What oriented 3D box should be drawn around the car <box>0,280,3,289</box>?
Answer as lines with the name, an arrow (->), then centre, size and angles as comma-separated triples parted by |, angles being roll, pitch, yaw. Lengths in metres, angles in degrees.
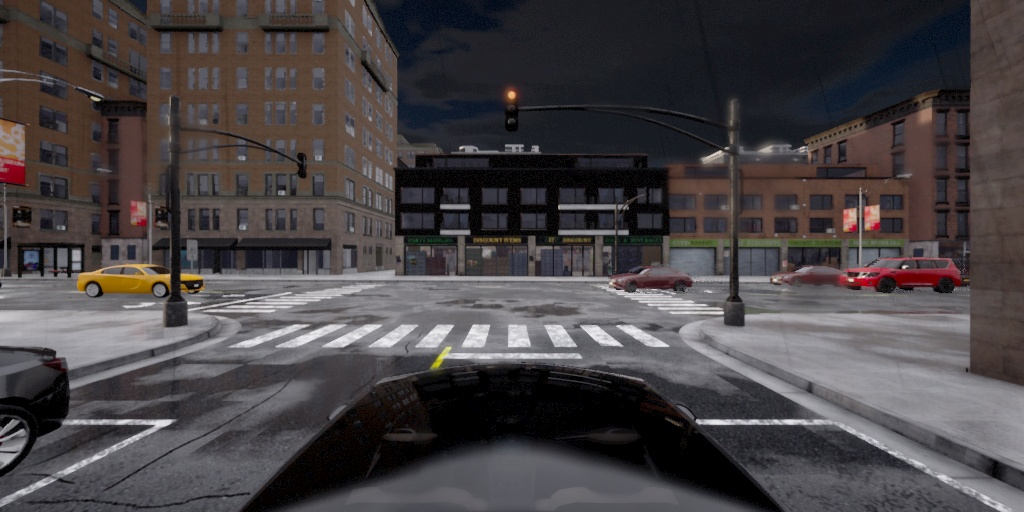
car -> -27.848, 1.148, 17.310 | 4.674, 1.442, 1.812 | 0, 0, 0

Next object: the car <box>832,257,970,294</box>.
car -> 22.620, 1.095, 20.987 | 5.566, 2.045, 2.150 | 1, 0, 0

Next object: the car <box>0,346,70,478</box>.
car -> -5.387, 1.316, 1.866 | 1.948, 1.339, 4.313 | 0, 0, 0

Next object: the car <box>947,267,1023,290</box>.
car -> 32.777, 1.489, 24.289 | 4.181, 1.385, 1.994 | 0, 0, 0

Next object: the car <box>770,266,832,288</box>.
car -> 20.118, 1.383, 24.229 | 4.674, 1.442, 1.812 | 0, 0, 0

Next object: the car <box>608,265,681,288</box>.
car -> 8.857, 1.362, 24.192 | 4.181, 1.385, 1.994 | 0, 0, -1

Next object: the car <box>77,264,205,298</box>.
car -> -17.782, 1.147, 17.356 | 5.008, 1.535, 1.882 | 0, 0, 0

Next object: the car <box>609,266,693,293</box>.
car -> 7.927, 1.320, 20.580 | 4.674, 1.442, 1.812 | 0, 0, -6
